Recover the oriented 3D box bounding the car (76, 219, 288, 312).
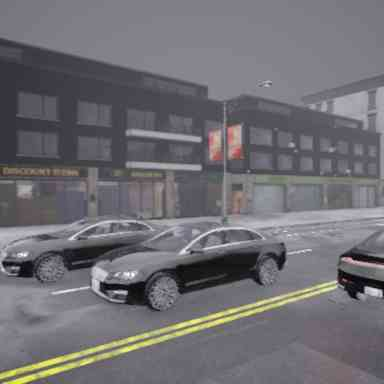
[{"bbox_3d":[0.154,1.484,7.788,4.902,1.511,2.128,0,0,-35],"label":"car"}]

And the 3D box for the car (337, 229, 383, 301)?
[{"bbox_3d":[5.050,1.478,7.047,4.902,1.511,2.128,0,0,-35],"label":"car"}]

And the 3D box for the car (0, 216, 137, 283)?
[{"bbox_3d":[-2.756,1.486,9.704,4.902,1.511,2.128,0,0,-35],"label":"car"}]
